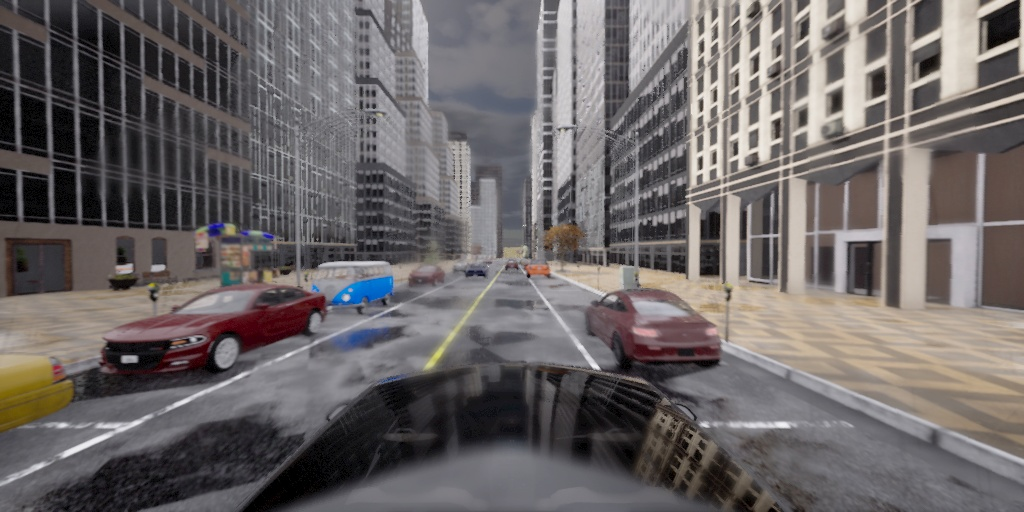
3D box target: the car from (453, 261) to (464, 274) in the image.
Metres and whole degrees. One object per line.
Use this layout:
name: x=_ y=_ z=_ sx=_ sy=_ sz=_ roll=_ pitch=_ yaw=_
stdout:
car: x=-5.695 y=1.297 z=41.340 sx=2.007 sy=1.370 sz=4.403 roll=0 pitch=0 yaw=0

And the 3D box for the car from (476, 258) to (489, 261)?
car: x=-5.698 y=1.308 z=63.840 sx=2.007 sy=1.370 sz=4.403 roll=0 pitch=0 yaw=0

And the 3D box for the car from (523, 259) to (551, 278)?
car: x=2.383 y=1.097 z=33.437 sx=2.097 sy=1.767 sz=4.553 roll=0 pitch=0 yaw=0

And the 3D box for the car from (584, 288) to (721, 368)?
car: x=2.691 y=1.329 z=7.592 sx=1.802 sy=1.307 sz=4.207 roll=0 pitch=0 yaw=0

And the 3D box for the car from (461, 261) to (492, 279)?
car: x=-3.099 y=1.345 z=32.423 sx=1.895 sy=1.301 sz=4.718 roll=0 pitch=0 yaw=0

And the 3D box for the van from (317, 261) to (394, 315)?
van: x=-5.691 y=1.088 z=13.215 sx=1.690 sy=1.789 sz=3.998 roll=0 pitch=0 yaw=0

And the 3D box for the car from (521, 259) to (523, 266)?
car: x=2.685 y=1.190 z=52.592 sx=1.967 sy=1.591 sz=4.097 roll=0 pitch=0 yaw=0

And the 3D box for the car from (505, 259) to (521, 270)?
car: x=0.003 y=1.276 z=51.514 sx=1.812 sy=1.442 sz=4.674 roll=0 pitch=0 yaw=0

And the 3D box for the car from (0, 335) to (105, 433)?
car: x=-5.690 y=1.276 z=1.796 sx=1.751 sy=1.417 sz=4.829 roll=0 pitch=0 yaw=0

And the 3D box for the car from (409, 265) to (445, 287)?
car: x=-5.693 y=1.290 z=24.465 sx=1.888 sy=1.381 sz=4.507 roll=0 pitch=0 yaw=0

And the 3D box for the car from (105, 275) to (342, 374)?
car: x=-5.690 y=1.294 z=7.591 sx=1.888 sy=1.381 sz=4.507 roll=0 pitch=0 yaw=0
